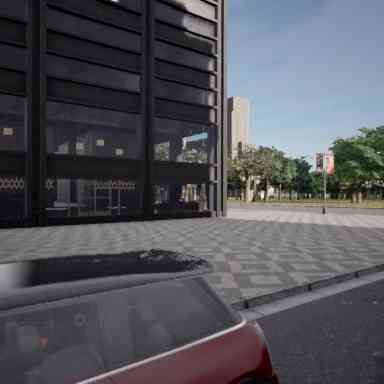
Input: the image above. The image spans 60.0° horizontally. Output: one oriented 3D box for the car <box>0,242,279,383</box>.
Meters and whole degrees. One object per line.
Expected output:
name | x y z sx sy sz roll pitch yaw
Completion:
car | -1.524 1.352 2.294 4.553 1.767 2.097 0 0 -35
